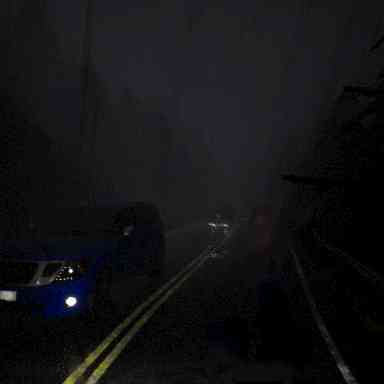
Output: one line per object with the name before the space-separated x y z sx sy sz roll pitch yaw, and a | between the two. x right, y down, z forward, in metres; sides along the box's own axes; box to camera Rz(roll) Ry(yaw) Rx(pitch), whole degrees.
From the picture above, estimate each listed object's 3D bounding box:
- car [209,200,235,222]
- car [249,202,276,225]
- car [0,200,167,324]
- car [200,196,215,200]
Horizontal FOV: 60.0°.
car | 2.679 1.715 29.166 2.128 1.511 4.902 1 0 12
car | 5.613 1.775 26.645 1.837 1.490 4.892 1 -1 12
car | -2.199 1.229 7.674 2.150 2.045 5.566 1 -1 12
car | 3.380 1.948 71.004 2.150 2.045 5.566 -2 0 -31
